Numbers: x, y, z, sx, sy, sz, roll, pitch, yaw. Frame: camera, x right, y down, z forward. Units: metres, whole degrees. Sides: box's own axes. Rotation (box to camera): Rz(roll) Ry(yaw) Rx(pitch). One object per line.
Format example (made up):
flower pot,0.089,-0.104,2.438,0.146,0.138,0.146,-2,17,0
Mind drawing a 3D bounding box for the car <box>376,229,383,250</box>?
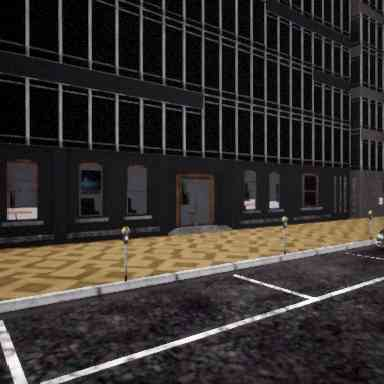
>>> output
car,8.819,1.542,12.851,4.403,1.369,2.008,0,0,-36
